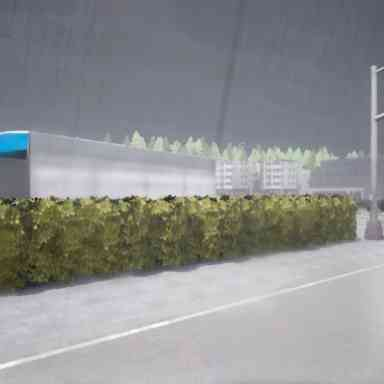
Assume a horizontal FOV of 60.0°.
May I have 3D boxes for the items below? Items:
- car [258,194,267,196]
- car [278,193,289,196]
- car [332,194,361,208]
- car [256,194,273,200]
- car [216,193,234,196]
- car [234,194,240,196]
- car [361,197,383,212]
[{"bbox_3d":[12.764,1.295,61.003,4.514,1.523,2.007,0,0,-35],"label":"car"},{"bbox_3d":[22.263,1.151,79.004,5.027,1.636,2.152,0,0,-35],"label":"car"},{"bbox_3d":[18.944,1.328,38.681,5.027,1.636,2.152,0,0,-35],"label":"car"},{"bbox_3d":[18.322,1.229,84.080,3.806,1.475,1.970,0,0,-35],"label":"car"},{"bbox_3d":[6.214,1.094,71.623,4.605,1.855,1.932,0,0,-35],"label":"car"},{"bbox_3d":[10.446,1.295,83.046,4.514,1.523,2.007,0,0,-35],"label":"car"},{"bbox_3d":[20.783,1.337,36.139,4.514,1.523,2.007,0,0,-35],"label":"car"}]
